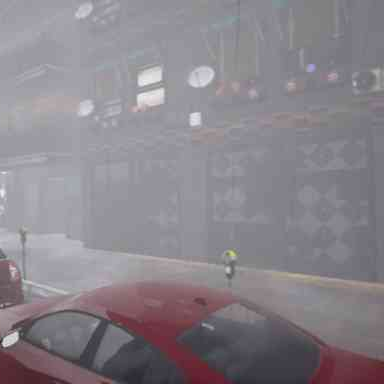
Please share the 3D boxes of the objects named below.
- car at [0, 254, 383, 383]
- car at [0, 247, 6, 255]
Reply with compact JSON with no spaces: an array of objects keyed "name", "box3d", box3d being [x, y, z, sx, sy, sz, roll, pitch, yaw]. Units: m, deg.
[{"name":"car","box3d":[-0.553,1.545,3.136,4.507,1.381,1.887,0,-1,35]},{"name":"car","box3d":[-5.054,1.441,6.352,4.097,1.590,1.967,0,-1,35]}]
